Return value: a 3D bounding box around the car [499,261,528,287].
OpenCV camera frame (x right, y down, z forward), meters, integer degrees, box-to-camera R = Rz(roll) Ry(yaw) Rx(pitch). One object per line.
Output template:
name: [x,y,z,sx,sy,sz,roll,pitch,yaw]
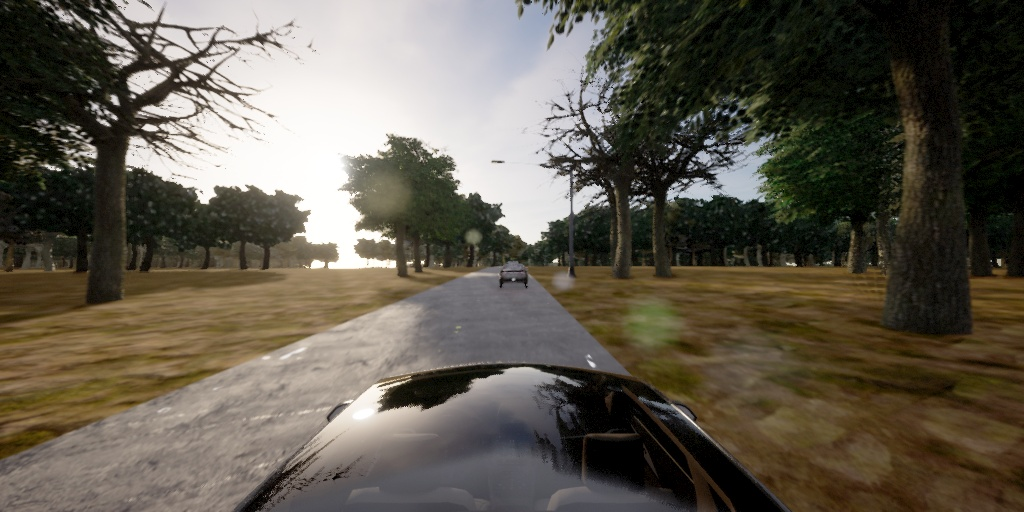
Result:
car: [0.103,1.269,24.894,2.128,1.511,4.902,0,0,0]
